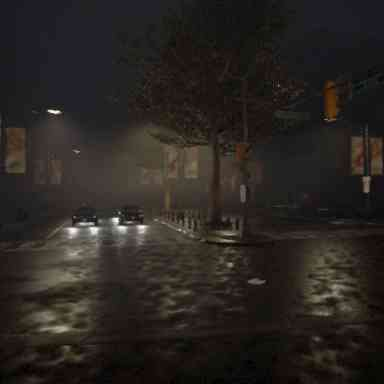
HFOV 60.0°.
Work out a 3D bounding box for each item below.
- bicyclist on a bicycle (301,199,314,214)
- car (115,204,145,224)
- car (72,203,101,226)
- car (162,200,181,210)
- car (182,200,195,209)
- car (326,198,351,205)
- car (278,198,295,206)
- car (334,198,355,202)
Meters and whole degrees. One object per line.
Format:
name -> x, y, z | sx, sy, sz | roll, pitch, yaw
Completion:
bicyclist on a bicycle -> 12.660, 1.575, 36.593 | 1.656, 1.620, 0.582 | -1, 0, -15
car -> -5.165, 1.807, 27.923 | 1.837, 1.490, 4.892 | 0, -1, -15
car -> -8.423, 1.835, 26.546 | 1.812, 1.442, 4.674 | 0, -1, -14
car -> -3.484, 2.004, 52.562 | 1.882, 1.535, 5.008 | 0, -1, -15
car -> -0.967, 2.101, 56.972 | 2.033, 1.411, 5.357 | 0, -1, -14
car -> 28.707, 1.912, 65.346 | 1.895, 1.301, 4.718 | 0, -1, -15
car -> 17.407, 1.907, 62.686 | 2.161, 1.482, 4.786 | 0, -1, -15
car -> 24.598, 1.667, 52.009 | 2.002, 1.452, 4.674 | 0, -1, -15
